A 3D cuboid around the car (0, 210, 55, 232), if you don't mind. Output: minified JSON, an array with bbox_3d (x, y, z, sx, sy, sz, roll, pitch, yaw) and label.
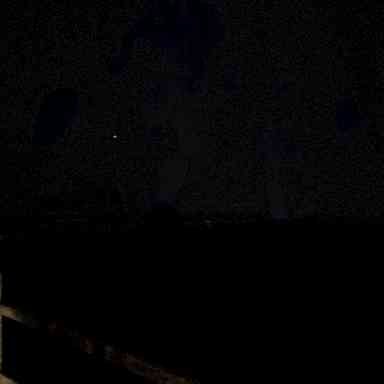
[{"bbox_3d":[-12.432,2.046,24.089,2.128,1.511,4.902,0,-2,37],"label":"car"}]

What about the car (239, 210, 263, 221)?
[{"bbox_3d":[8.653,3.360,48.454,2.128,1.511,4.902,0,-2,36],"label":"car"}]

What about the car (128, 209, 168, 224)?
[{"bbox_3d":[-4.585,2.587,34.996,2.128,1.511,4.902,0,-2,36],"label":"car"}]

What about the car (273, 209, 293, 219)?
[{"bbox_3d":[16.233,3.779,59.066,2.097,1.767,4.553,0,-3,38],"label":"car"}]

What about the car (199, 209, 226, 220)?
[{"bbox_3d":[2.925,3.131,45.467,1.837,1.490,4.892,0,-2,36],"label":"car"}]
